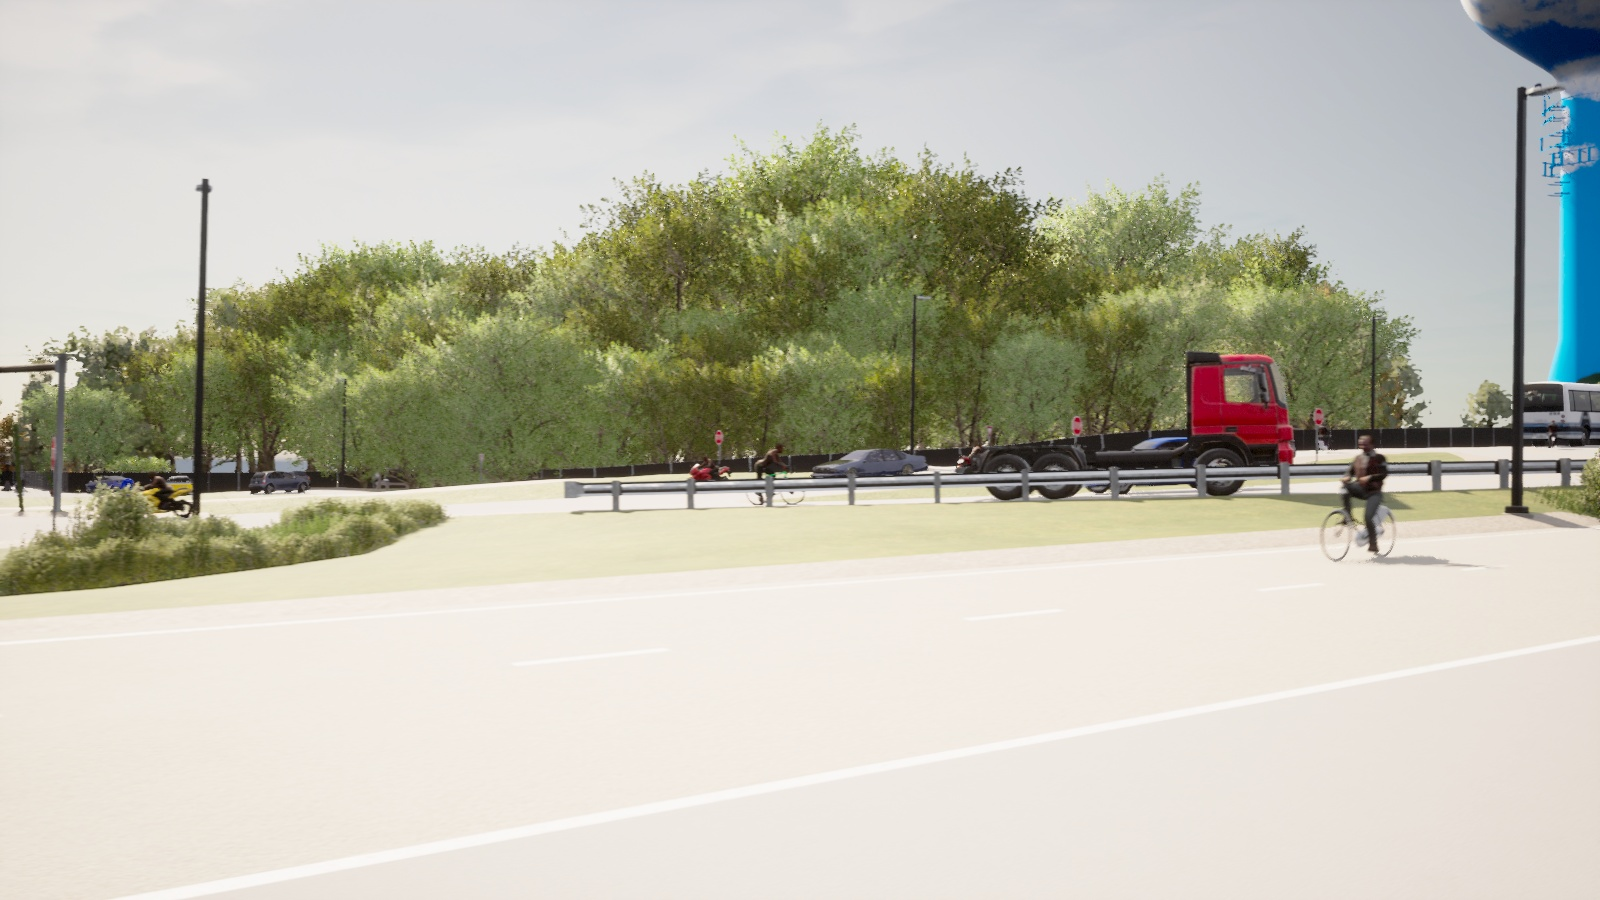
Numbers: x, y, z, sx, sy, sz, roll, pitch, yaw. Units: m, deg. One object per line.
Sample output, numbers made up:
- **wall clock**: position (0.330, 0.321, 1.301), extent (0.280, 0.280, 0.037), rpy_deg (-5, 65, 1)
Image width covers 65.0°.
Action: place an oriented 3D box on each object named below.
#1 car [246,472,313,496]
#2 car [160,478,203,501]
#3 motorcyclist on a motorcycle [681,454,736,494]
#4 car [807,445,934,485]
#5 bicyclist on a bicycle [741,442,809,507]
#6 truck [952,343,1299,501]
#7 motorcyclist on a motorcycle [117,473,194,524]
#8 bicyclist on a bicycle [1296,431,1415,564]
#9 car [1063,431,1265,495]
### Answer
- **car**: position (-36.497, 2.372, 88.159), extent (1.851, 1.617, 3.988), rpy_deg (-1, 0, 31)
- **car**: position (-39.118, 2.482, 79.380), extent (2.207, 1.376, 1.481), rpy_deg (0, 0, -37)
- **motorcyclist on a motorcycle**: position (-3.656, 0.947, 50.231), extent (2.044, 1.523, 0.797), rpy_deg (-3, 1, -34)
- **car**: position (3.115, 0.635, 54.826), extent (5.357, 1.411, 2.033), rpy_deg (-4, 2, -33)
- **bicyclist on a bicycle**: position (-0.653, 0.649, 32.770), extent (1.656, 1.620, 0.582), rpy_deg (-2, -2, 19)
- **truck**: position (8.057, -0.588, 31.464), extent (7.936, 3.462, 2.891), rpy_deg (-2, -1, 17)
- **motorcyclist on a motorcycle**: position (-20.120, 1.494, 39.247), extent (2.044, 1.523, 0.797), rpy_deg (-1, 0, -19)
- **bicyclist on a bicycle**: position (7.809, 0.638, 17.623), extent (1.843, 1.776, 0.659), rpy_deg (0, 0, -35)
- **car**: position (10.055, 0.358, 34.848), extent (5.008, 1.535, 1.882), rpy_deg (-2, -1, -7)
